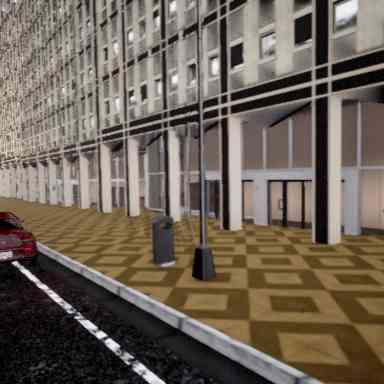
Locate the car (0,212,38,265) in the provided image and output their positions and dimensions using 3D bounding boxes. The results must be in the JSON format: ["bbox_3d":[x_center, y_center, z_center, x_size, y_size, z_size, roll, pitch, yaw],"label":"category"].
[{"bbox_3d":[-5.891,1.317,9.705,1.812,1.442,4.674,-3,3,-39],"label":"car"}]
